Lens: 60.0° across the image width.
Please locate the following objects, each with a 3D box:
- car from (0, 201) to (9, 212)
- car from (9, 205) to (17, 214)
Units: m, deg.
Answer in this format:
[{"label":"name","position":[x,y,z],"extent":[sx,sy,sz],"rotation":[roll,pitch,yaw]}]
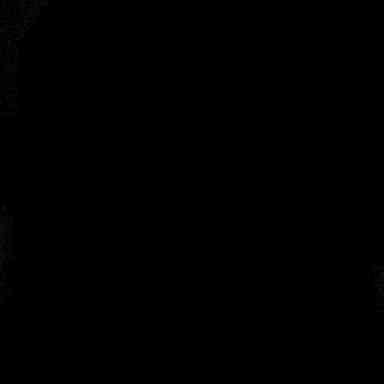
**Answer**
[{"label":"car","position":[-19.347,1.177,29.117],"extent":[2.192,1.841,5.009],"rotation":[0,-1,36]},{"label":"car","position":[-16.206,1.520,33.508],"extent":[1.802,1.307,4.206],"rotation":[0,-1,36]}]
